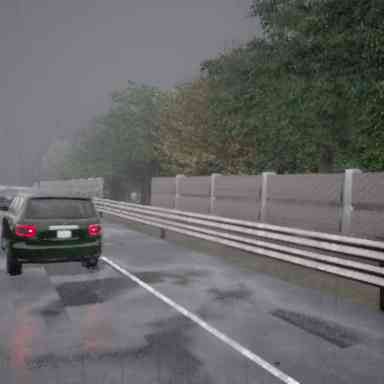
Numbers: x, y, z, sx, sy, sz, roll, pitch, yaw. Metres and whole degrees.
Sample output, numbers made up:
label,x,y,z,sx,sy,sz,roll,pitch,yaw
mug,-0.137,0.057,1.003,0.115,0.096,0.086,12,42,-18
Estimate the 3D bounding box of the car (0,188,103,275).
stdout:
label,x,y,z,sx,sy,sz,roll,pitch,yaw
car,-4.350,0.989,9.969,2.150,2.045,5.566,2,0,-31
